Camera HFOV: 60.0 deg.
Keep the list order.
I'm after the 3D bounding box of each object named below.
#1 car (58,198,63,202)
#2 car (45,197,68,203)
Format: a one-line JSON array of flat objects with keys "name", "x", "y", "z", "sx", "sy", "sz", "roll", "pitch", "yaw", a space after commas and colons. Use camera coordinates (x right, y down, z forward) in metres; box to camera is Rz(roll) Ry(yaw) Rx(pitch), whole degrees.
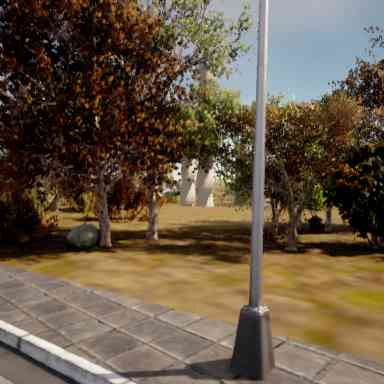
[{"name": "car", "x": -36.106, "y": 2.016, "z": 85.448, "sx": 4.892, "sy": 1.521, "sz": 2.231, "roll": 2, "pitch": -3, "yaw": 4}, {"name": "car", "x": -35.898, "y": 2.176, "z": 88.190, "sx": 5.008, "sy": 1.535, "sz": 2.097, "roll": 2, "pitch": -3, "yaw": 4}]
